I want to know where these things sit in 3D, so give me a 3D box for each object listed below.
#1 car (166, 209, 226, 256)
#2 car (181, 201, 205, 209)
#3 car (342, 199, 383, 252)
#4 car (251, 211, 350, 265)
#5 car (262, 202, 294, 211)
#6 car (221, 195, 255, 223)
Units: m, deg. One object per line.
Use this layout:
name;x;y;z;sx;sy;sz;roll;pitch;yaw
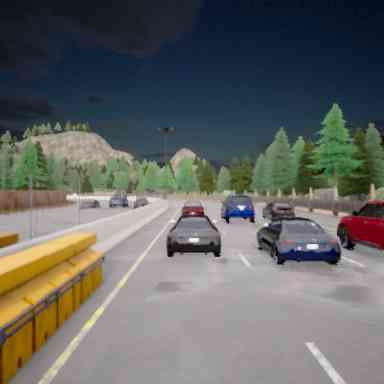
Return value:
car;0.076;1.595;13.241;1.994;1.385;4.181;0;0;0
car;0.081;1.545;29.121;1.882;1.535;5.008;0;0;0
car;7.065;1.250;11.426;2.150;2.045;5.566;0;0;0
car;3.566;1.590;11.813;1.994;1.385;4.181;0;0;0
car;7.075;1.570;27.630;1.837;1.490;4.892;0;0;0
car;3.568;1.285;26.394;2.150;2.045;5.566;0;0;0
